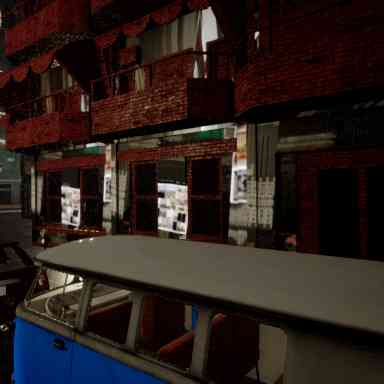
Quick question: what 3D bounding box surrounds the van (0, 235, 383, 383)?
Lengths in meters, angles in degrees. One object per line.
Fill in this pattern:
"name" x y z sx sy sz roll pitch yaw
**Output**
"van" 0.184 1.341 2.604 3.998 1.788 1.690 0 -1 36
